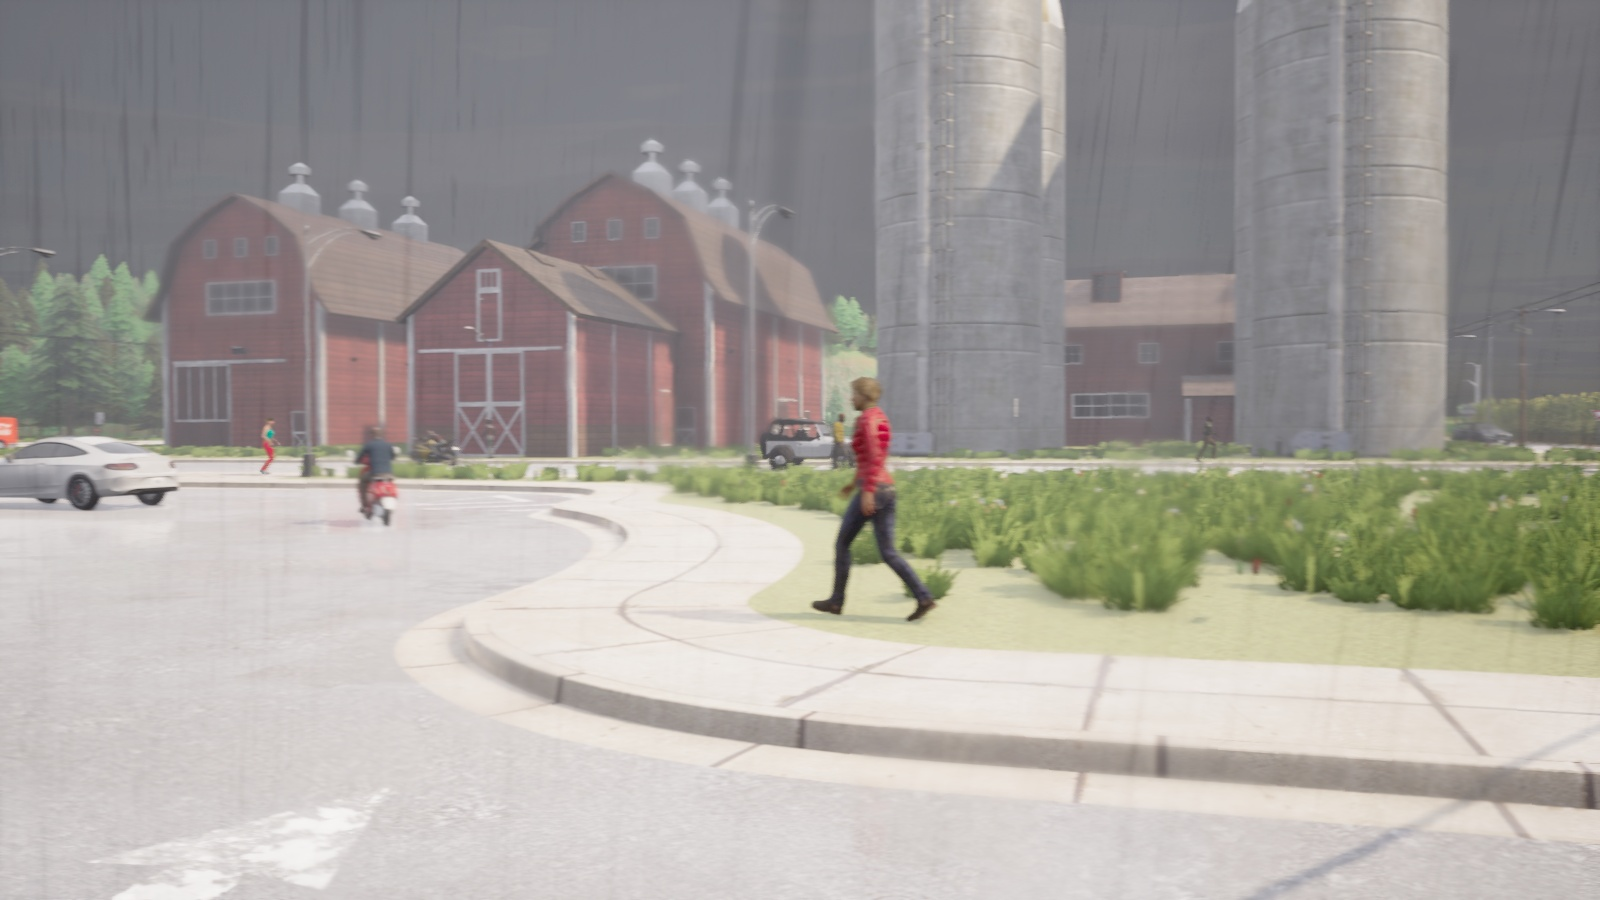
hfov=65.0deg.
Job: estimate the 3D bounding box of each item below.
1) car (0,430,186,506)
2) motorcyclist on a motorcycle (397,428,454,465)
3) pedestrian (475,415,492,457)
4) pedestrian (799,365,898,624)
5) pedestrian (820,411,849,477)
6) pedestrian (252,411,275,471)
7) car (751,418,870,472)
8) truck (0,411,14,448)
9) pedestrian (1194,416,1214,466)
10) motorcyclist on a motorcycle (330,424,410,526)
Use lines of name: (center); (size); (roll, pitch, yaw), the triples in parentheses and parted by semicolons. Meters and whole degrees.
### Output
car: (-15.125, 0.327, 25.688); (4.674, 1.442, 1.812); (1, 1, 19)
motorcyclist on a motorcycle: (-15.765, -0.166, 52.848); (2.191, 1.530, 0.866); (0, 1, 16)
pedestrian: (-14.604, -0.638, 57.955); (0.666, 1.930, 0.402); (1, 1, 34)
pedestrian: (0.354, 0.312, 9.223); (0.636, 1.846, 0.331); (1, 1, 27)
pedestrian: (0.968, -0.173, 35.680); (0.726, 1.835, 0.370); (1, 1, 28)
pedestrian: (-16.537, -0.291, 38.712); (0.594, 1.836, 0.345); (0, 1, -6)
car: (0.404, -0.201, 44.715); (3.866, 1.878, 1.905); (0, 1, 16)
truck: (-54.502, -1.351, 81.718); (2.627, 2.467, 5.204); (1, 1, 17)
pedestrian: (15.472, -0.353, 48.110); (0.692, 1.930, 0.395); (1, 1, 19)
motorcyclist on a motorcycle: (-7.117, 0.373, 20.731); (0.866, 1.590, 1.817); (-1, 2, -31)
